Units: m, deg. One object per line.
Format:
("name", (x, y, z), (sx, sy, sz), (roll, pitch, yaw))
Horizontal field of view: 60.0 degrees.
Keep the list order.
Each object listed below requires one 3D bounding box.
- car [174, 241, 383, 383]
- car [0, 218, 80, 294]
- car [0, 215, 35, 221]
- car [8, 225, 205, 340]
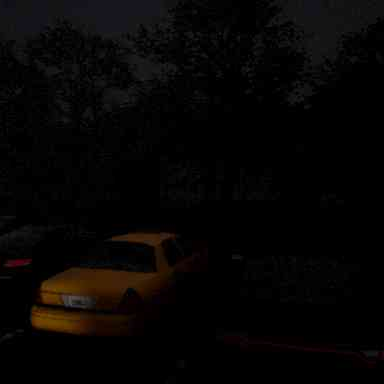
("car", (1.527, 1.478, 4.990), (2.097, 1.535, 5.008), (0, -1, 15))
("car", (-3.339, 1.487, 8.398), (2.002, 1.452, 4.674), (0, -1, 15))
("car", (-5.771, 1.469, 10.064), (2.002, 1.452, 4.674), (1, 0, 15))
("car", (-0.849, 1.463, 6.886), (1.946, 1.575, 5.366), (0, -1, 15))
